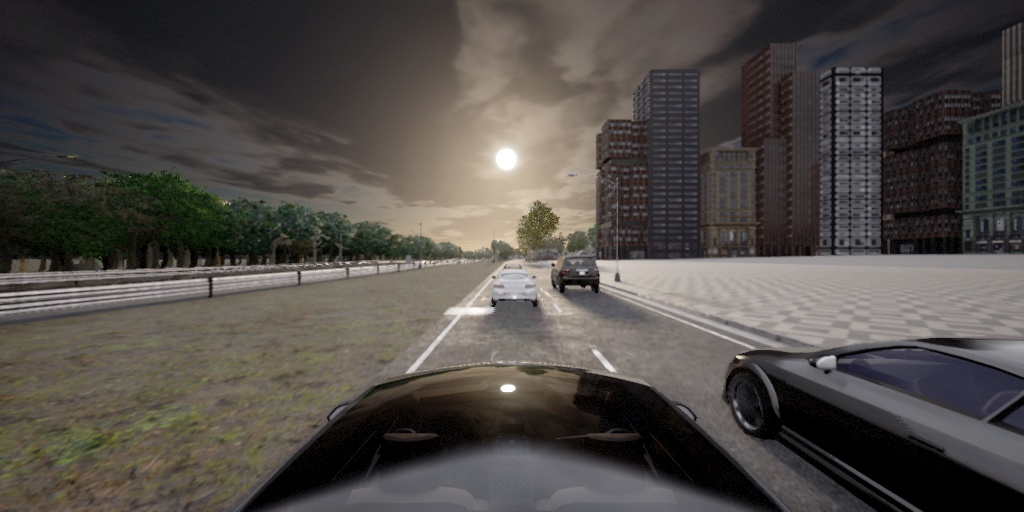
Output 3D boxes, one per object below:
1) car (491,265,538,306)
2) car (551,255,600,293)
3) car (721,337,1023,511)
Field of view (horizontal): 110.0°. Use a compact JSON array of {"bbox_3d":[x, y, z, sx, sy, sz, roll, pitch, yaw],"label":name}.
[{"bbox_3d":[0.095,1.279,15.558,1.812,1.442,4.674,0,0,0],"label":"car"},{"bbox_3d":[3.595,0.974,21.029,2.150,2.045,5.566,0,0,0],"label":"car"},{"bbox_3d":[3.599,1.315,2.755,1.994,1.385,4.181,0,0,0],"label":"car"}]
